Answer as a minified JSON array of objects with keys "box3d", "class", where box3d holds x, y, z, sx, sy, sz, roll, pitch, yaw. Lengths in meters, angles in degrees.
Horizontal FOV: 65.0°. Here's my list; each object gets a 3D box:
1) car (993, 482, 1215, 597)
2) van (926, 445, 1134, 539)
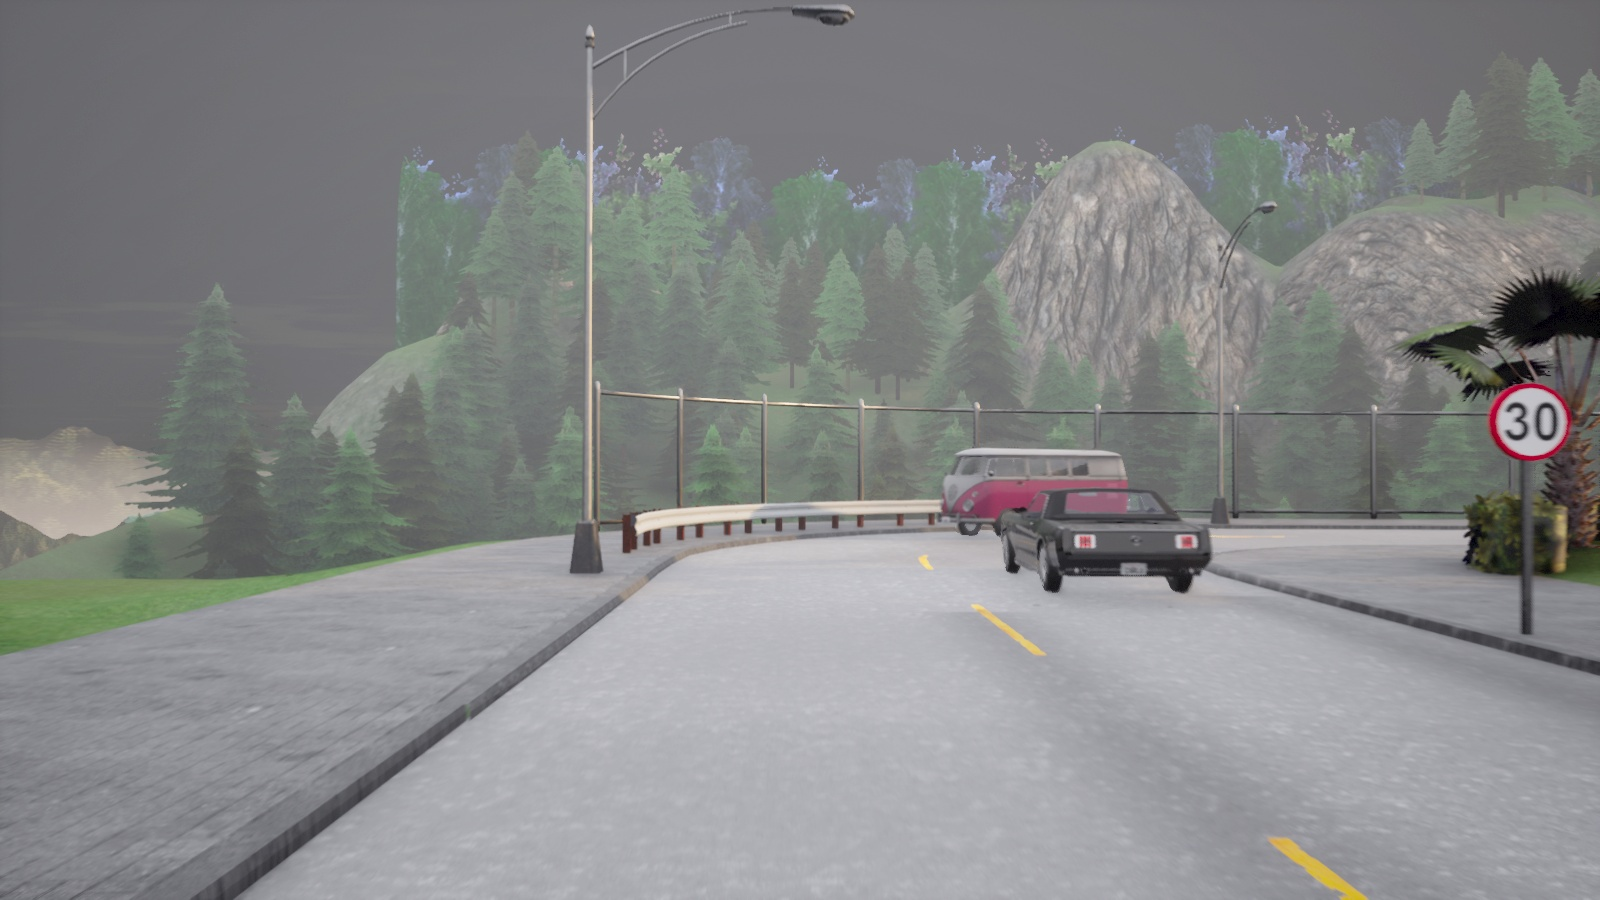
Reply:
[{"box3d":[3.961,1.120,17.249,1.895,1.301,4.718,0,-1,0],"class":"car"},{"box3d":[5.204,0.914,28.334,4.442,1.987,1.775,0,-1,-27],"class":"van"}]
